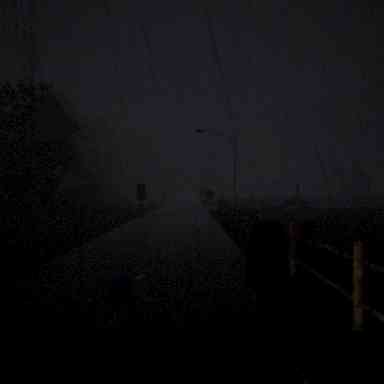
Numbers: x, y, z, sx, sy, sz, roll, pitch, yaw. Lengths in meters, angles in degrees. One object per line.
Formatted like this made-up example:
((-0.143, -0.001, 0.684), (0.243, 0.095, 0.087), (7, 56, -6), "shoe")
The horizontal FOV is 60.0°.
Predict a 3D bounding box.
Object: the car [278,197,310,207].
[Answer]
((14.068, 1.405, 45.876), (4.181, 1.385, 1.994), (0, 0, -1), "car")
